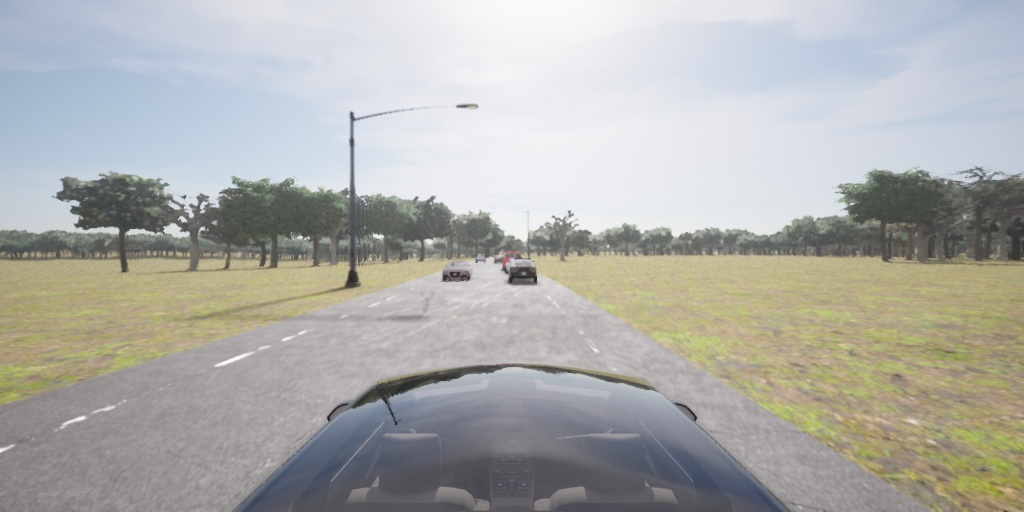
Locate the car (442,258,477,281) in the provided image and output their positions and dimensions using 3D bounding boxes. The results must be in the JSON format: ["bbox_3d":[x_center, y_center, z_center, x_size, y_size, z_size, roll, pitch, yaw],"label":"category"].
[{"bbox_3d":[-4.005,1.061,26.829,1.994,1.385,4.181,0,1,-2],"label":"car"}]

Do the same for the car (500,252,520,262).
[{"bbox_3d":[0.026,0.558,41.588,2.150,2.045,5.566,0,1,-3],"label":"car"}]

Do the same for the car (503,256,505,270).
[{"bbox_3d":[0.319,0.920,35.549,1.812,1.442,4.674,0,1,-3],"label":"car"}]

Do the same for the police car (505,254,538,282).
[{"bbox_3d":[0.691,0.920,25.628,1.930,1.638,5.238,0,1,-2],"label":"police car"}]

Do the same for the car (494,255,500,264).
[{"bbox_3d":[-2.136,0.649,64.169,1.812,1.442,4.674,0,0,-3],"label":"car"}]
